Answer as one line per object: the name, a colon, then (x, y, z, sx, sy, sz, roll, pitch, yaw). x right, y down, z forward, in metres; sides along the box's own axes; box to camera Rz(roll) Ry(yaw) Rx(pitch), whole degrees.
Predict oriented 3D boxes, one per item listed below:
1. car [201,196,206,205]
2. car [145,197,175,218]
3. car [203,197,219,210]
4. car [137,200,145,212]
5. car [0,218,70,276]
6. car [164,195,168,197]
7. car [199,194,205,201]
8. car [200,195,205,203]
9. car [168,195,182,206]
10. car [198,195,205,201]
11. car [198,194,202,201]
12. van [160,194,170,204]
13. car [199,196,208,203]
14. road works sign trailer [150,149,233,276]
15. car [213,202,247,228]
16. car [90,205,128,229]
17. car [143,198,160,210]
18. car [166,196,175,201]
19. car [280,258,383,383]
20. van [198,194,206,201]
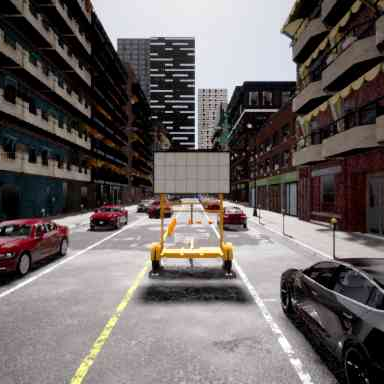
car: (2.553, 1.576, 44.527, 1.887, 1.381, 4.507, 1, 0, 0)
car: (-2.864, 1.494, 30.621, 1.882, 1.535, 5.008, 0, 0, 0)
car: (2.555, 1.607, 38.836, 1.802, 1.307, 4.206, 1, 0, 0)
car: (-5.325, 1.576, 38.822, 2.008, 1.369, 4.403, 1, 0, 0)
car: (-5.312, 1.548, 10.373, 1.887, 1.381, 4.507, 1, 0, 0)
car: (-5.336, 1.598, 61.581, 1.887, 1.381, 4.507, 1, 0, 0)
car: (2.547, 1.570, 56.075, 1.752, 1.417, 4.829, 0, 0, 0)
car: (2.550, 1.582, 50.216, 1.887, 1.381, 4.507, 1, 0, 0)
car: (-2.777, 1.573, 57.881, 1.812, 1.442, 4.674, 0, 0, 0)
car: (2.532, 1.638, 90.213, 1.752, 1.417, 4.829, 0, 0, 0)
car: (2.542, 1.588, 67.454, 1.752, 1.417, 4.829, 0, 0, 0)
van: (-5.336, 1.404, 67.270, 1.690, 1.788, 3.998, 1, 0, 0)
car: (2.539, 1.656, 72.973, 1.802, 1.307, 4.206, 0, 0, 0)
road works sign trailer: (-0.005, 0.467, 10.377, 2.380, 3.560, 2.880, 0, 0, 0)
car: (2.562, 1.591, 21.767, 1.802, 1.307, 4.206, 1, 0, 0)
car: (-5.317, 1.554, 21.752, 1.887, 1.381, 4.507, 1, 0, 0)
car: (-5.328, 1.556, 44.342, 1.752, 1.417, 4.829, 1, 0, 0)
car: (-5.346, 1.643, 84.340, 1.887, 1.381, 4.507, 0, 0, 0)
car: (2.570, 1.567, 4.699, 1.947, 1.339, 4.313, 1, 0, 0)
van: (2.536, 1.440, 84.353, 1.690, 1.788, 3.998, 0, 0, 0)
